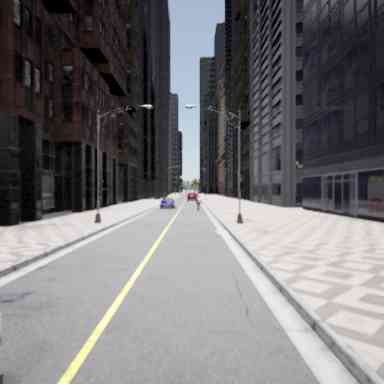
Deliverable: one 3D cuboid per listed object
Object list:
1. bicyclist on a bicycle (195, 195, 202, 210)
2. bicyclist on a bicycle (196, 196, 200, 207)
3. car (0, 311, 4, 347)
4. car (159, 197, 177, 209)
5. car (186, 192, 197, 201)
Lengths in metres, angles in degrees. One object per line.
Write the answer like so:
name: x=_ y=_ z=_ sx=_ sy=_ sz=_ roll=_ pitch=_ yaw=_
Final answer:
bicyclist on a bicycle: x=0.811 y=1.335 z=39.756 sx=0.866 sy=1.612 sz=1.509 roll=0 pitch=-1 yaw=0
bicyclist on a bicycle: x=0.812 y=1.329 z=47.960 sx=0.582 sy=1.620 sz=1.656 roll=0 pitch=0 yaw=0
car: x=-3.101 y=1.596 z=1.596 sx=1.895 sy=1.301 sz=4.718 roll=0 pitch=0 yaw=0
car: x=-3.100 y=1.415 z=42.900 sx=1.812 sy=1.442 sz=4.674 roll=0 pitch=0 yaw=0
car: x=-0.024 y=1.035 z=73.557 sx=2.150 sy=2.045 sz=5.566 roll=0 pitch=0 yaw=0
